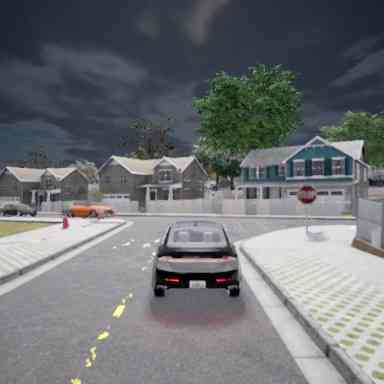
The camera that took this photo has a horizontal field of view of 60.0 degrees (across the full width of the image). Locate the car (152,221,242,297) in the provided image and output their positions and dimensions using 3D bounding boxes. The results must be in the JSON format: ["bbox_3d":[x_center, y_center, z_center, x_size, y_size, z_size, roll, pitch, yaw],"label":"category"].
[{"bbox_3d":[0.101,1.486,8.544,2.128,1.511,4.902,0,0,0],"label":"car"}]

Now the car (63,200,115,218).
[{"bbox_3d":[-9.178,1.526,30.379,4.553,1.767,2.097,-2,-2,32],"label":"car"}]

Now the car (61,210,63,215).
[{"bbox_3d":[-11.896,1.880,35.563,4.674,1.442,1.812,-2,-2,31],"label":"car"}]

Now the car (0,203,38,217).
[{"bbox_3d":[-18.953,1.985,36.342,4.892,1.490,1.837,-2,-2,31],"label":"car"}]
